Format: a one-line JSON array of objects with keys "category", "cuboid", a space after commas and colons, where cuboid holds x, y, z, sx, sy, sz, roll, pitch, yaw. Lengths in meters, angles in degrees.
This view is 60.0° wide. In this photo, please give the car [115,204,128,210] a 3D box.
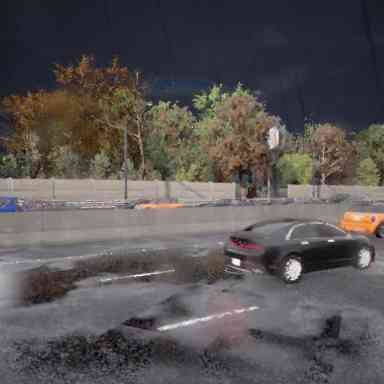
[{"category": "car", "cuboid": [-5.216, 1.505, 33.212, 4.892, 1.490, 1.837, 0, 0, -30]}]

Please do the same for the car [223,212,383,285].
[{"category": "car", "cuboid": [3.185, 1.503, 9.516, 4.892, 1.490, 1.837, 0, 0, -30]}]

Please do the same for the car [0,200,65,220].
[{"category": "car", "cuboid": [-13.590, 1.478, 28.322, 5.008, 1.535, 1.882, 0, 0, -30]}]

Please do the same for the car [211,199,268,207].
[{"category": "car", "cuboid": [5.080, 1.548, 35.182, 5.357, 1.411, 2.033, 0, 0, -31]}]

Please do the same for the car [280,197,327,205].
[{"category": "car", "cuboid": [13.487, 1.493, 40.096, 4.902, 1.511, 2.128, 0, 0, -30]}]

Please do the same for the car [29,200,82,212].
[{"category": "car", "cuboid": [-11.098, 1.492, 25.722, 4.902, 1.511, 2.128, 0, 0, -30]}]

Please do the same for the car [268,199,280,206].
[{"category": "car", "cuboid": [12.106, 1.550, 43.341, 5.357, 1.411, 2.033, 0, 0, -30]}]

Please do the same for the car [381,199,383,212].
[{"category": "car", "cuboid": [23.866, 1.531, 38.055, 4.674, 1.442, 1.812, 0, 0, -30]}]

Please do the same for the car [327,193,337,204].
[{"category": "car", "cuboid": [21.033, 1.229, 48.557, 5.566, 2.045, 2.150, 0, 0, -30]}]

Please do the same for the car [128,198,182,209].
[{"category": "car", "cuboid": [-3.112, 1.352, 30.391, 4.553, 1.767, 2.097, 0, 0, -30]}]

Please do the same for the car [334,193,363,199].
[{"category": "car", "cuboid": [22.007, 1.358, 45.076, 4.553, 1.767, 2.097, 0, 0, -30]}]

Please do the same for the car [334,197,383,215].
[{"category": "car", "cuboid": [10.019, 1.351, 17.564, 4.553, 1.767, 2.097, 0, 0, -30]}]

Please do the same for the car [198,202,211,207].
[{"category": "car", "cuboid": [3.222, 1.548, 38.156, 5.357, 1.411, 2.033, 0, 0, -30]}]

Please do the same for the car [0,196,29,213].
[{"category": "car", "cuboid": [-11.772, 1.222, 17.218, 5.566, 2.045, 2.150, 0, 0, -30]}]
